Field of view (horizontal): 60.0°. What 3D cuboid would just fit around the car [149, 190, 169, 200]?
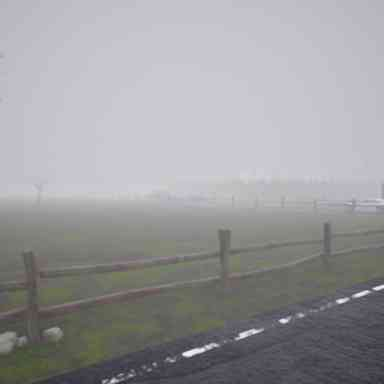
[{"bbox_3d":[-6.464,0.614,65.844,2.150,2.045,5.566,1,0,-36],"label":"car"}]

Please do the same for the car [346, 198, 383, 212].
[{"bbox_3d":[17.490,1.342,32.515,1.812,1.442,4.674,1,0,-36],"label":"car"}]

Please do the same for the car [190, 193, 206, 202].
[{"bbox_3d":[0.386,1.019,56.374,1.837,1.490,4.892,1,0,-35],"label":"car"}]

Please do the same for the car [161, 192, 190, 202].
[{"bbox_3d":[-2.807,1.064,55.965,1.895,1.301,4.718,1,0,-35],"label":"car"}]
